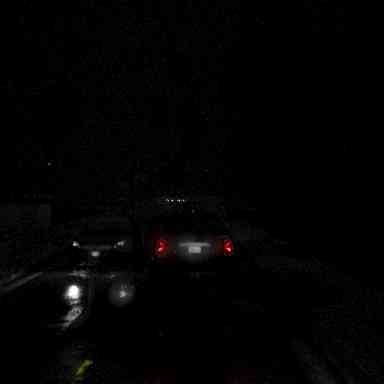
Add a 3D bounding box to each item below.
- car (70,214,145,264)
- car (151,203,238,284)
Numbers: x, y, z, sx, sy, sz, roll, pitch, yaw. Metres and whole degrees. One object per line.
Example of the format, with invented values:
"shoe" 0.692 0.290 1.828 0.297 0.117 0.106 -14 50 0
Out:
"car" -2.836 1.551 12.059 1.812 1.442 4.674 0 0 0
"car" 0.076 1.373 9.850 2.097 1.767 4.553 0 0 0
